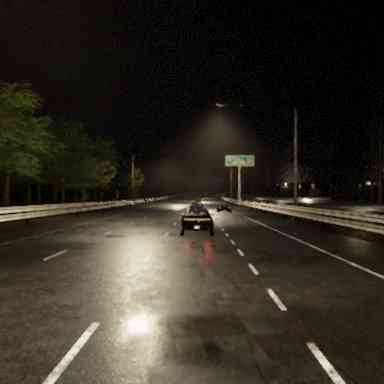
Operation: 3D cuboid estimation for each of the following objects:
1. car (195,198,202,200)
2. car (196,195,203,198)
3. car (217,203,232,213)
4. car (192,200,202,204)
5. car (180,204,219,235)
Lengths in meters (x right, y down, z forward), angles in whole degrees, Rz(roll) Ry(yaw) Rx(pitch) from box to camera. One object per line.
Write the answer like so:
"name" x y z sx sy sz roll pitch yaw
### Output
"car" 0.890 2.217 57.794 1.895 1.301 4.718 0 0 1
"car" 1.711 2.393 93.775 1.812 1.442 4.674 0 0 2
"car" 4.269 2.128 45.042 1.895 1.301 4.718 0 -1 1
"car" 0.589 2.010 40.099 1.994 1.385 4.181 0 -1 1
"car" 0.306 1.725 20.442 2.128 1.511 4.902 0 -1 1
